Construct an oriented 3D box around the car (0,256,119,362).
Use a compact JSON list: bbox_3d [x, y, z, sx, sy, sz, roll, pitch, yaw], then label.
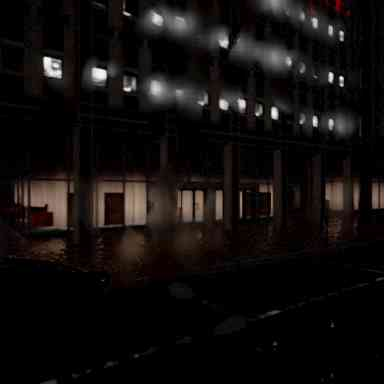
[{"bbox_3d":[-3.063,1.582,4.374,4.206,1.307,1.802,0,0,-35],"label":"car"}]
